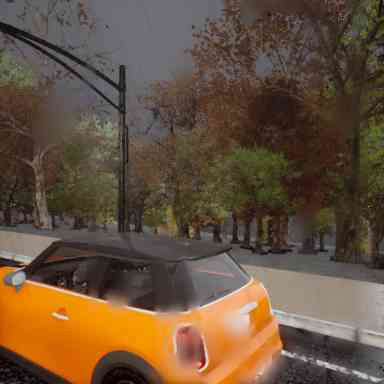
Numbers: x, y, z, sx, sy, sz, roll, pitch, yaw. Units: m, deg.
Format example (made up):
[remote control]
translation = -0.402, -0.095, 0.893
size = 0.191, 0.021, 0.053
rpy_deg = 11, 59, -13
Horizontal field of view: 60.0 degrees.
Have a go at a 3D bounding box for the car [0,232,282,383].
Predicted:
[car]
translation = -1.223, 1.351, 4.569
size = 4.553, 1.767, 2.097
rpy_deg = 0, 0, 36
